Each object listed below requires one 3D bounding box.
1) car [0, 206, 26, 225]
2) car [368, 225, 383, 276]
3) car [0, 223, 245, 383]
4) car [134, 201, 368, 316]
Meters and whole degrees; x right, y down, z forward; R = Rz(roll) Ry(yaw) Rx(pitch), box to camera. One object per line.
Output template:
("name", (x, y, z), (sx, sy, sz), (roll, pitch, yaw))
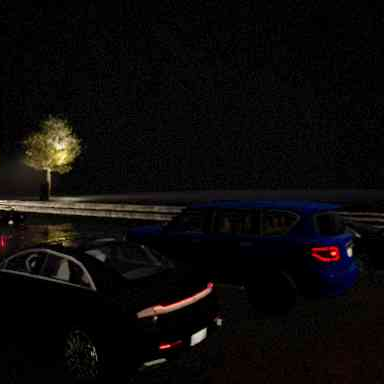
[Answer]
("car", (-13.009, 1.585, 21.865), (4.718, 1.301, 1.895), (0, 0, 36))
("car", (3.578, 1.492, 10.037), (4.902, 1.511, 2.128), (0, 0, 35))
("car", (-1.887, 1.493, 5.338), (4.902, 1.511, 2.128), (0, 0, 36))
("car", (0.761, 1.222, 7.749), (5.566, 2.045, 2.150), (0, 0, 35))
